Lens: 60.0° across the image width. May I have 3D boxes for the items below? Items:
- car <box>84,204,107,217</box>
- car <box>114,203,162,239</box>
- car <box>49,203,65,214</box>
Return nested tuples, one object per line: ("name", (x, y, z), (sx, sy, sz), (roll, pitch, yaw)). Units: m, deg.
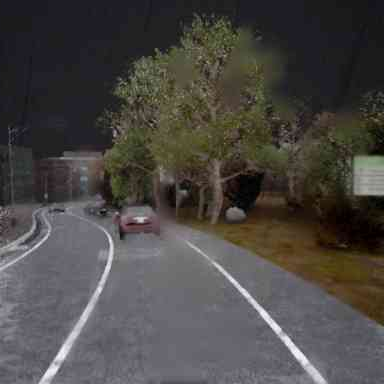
("car", (-10.778, 1.963, 36.753), (1.895, 1.301, 4.718), (-3, 0, -26))
("car", (-3.070, 1.432, 18.151), (2.097, 1.767, 4.553), (-2, 0, -16))
("car", (-18.631, 2.234, 45.698), (1.994, 1.385, 4.181), (-3, 0, -24))
